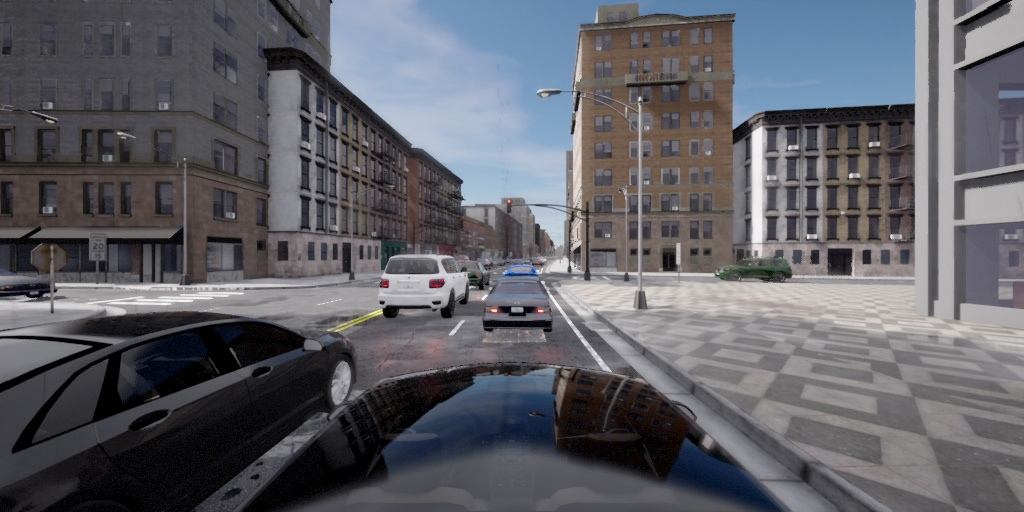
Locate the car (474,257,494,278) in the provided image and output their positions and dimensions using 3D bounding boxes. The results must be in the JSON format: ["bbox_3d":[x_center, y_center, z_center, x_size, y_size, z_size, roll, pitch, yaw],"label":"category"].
[{"bbox_3d":[-2.597,1.102,22.616,2.097,1.767,4.553,0,0,3],"label":"car"}]

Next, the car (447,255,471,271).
[{"bbox_3d":[-7.306,0.938,50.122,2.150,2.045,5.566,0,1,4],"label":"car"}]

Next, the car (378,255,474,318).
[{"bbox_3d":[-2.946,0.971,13.069,2.150,2.045,5.566,0,0,1],"label":"car"}]

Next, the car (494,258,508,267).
[{"bbox_3d":[-2.567,1.185,62.907,2.128,1.511,4.902,0,0,8],"label":"car"}]

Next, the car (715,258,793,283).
[{"bbox_3d":[20.488,1.214,30.504,5.566,2.045,2.150,1,0,8],"label":"car"}]

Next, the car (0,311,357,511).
[{"bbox_3d":[-3.113,1.255,3.169,1.837,1.490,4.892,0,0,0],"label":"car"}]

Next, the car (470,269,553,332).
[{"bbox_3d":[0.202,1.296,10.821,2.033,1.411,5.357,0,0,2],"label":"car"}]

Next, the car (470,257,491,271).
[{"bbox_3d":[-4.198,1.078,48.538,2.097,1.767,4.553,0,0,6],"label":"car"}]

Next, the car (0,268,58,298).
[{"bbox_3d":[-22.641,1.136,14.961,5.357,1.411,2.033,1,0,-1],"label":"car"}]

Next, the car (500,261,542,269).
[{"bbox_3d":[0.564,1.227,20.637,1.882,1.535,5.008,0,0,2],"label":"car"}]
